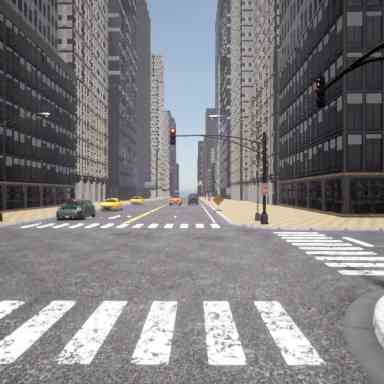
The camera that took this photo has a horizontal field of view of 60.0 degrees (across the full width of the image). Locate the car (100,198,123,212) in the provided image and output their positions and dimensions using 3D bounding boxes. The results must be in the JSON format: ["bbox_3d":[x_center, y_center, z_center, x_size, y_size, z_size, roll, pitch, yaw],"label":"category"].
[{"bbox_3d":[-9.745,1.523,40.614,1.882,1.535,5.008,0,0,0],"label":"car"}]

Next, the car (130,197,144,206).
[{"bbox_3d":[-9.652,1.573,58.634,1.882,1.535,5.008,0,-1,1],"label":"car"}]

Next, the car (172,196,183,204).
[{"bbox_3d":[-2.998,1.634,70.208,2.128,1.511,4.902,0,0,0],"label":"car"}]

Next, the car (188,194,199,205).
[{"bbox_3d":[0.255,1.606,60.232,1.837,1.490,4.892,0,0,0],"label":"car"}]

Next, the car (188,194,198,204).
[{"bbox_3d":[0.254,1.361,70.439,2.150,2.045,5.566,0,0,0],"label":"car"}]

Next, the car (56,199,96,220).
[{"bbox_3d":[-9.777,1.374,28.310,2.097,1.767,4.553,0,0,0],"label":"car"}]

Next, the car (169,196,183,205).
[{"bbox_3d":[-2.994,1.452,60.019,2.097,1.767,4.553,0,0,0],"label":"car"}]
